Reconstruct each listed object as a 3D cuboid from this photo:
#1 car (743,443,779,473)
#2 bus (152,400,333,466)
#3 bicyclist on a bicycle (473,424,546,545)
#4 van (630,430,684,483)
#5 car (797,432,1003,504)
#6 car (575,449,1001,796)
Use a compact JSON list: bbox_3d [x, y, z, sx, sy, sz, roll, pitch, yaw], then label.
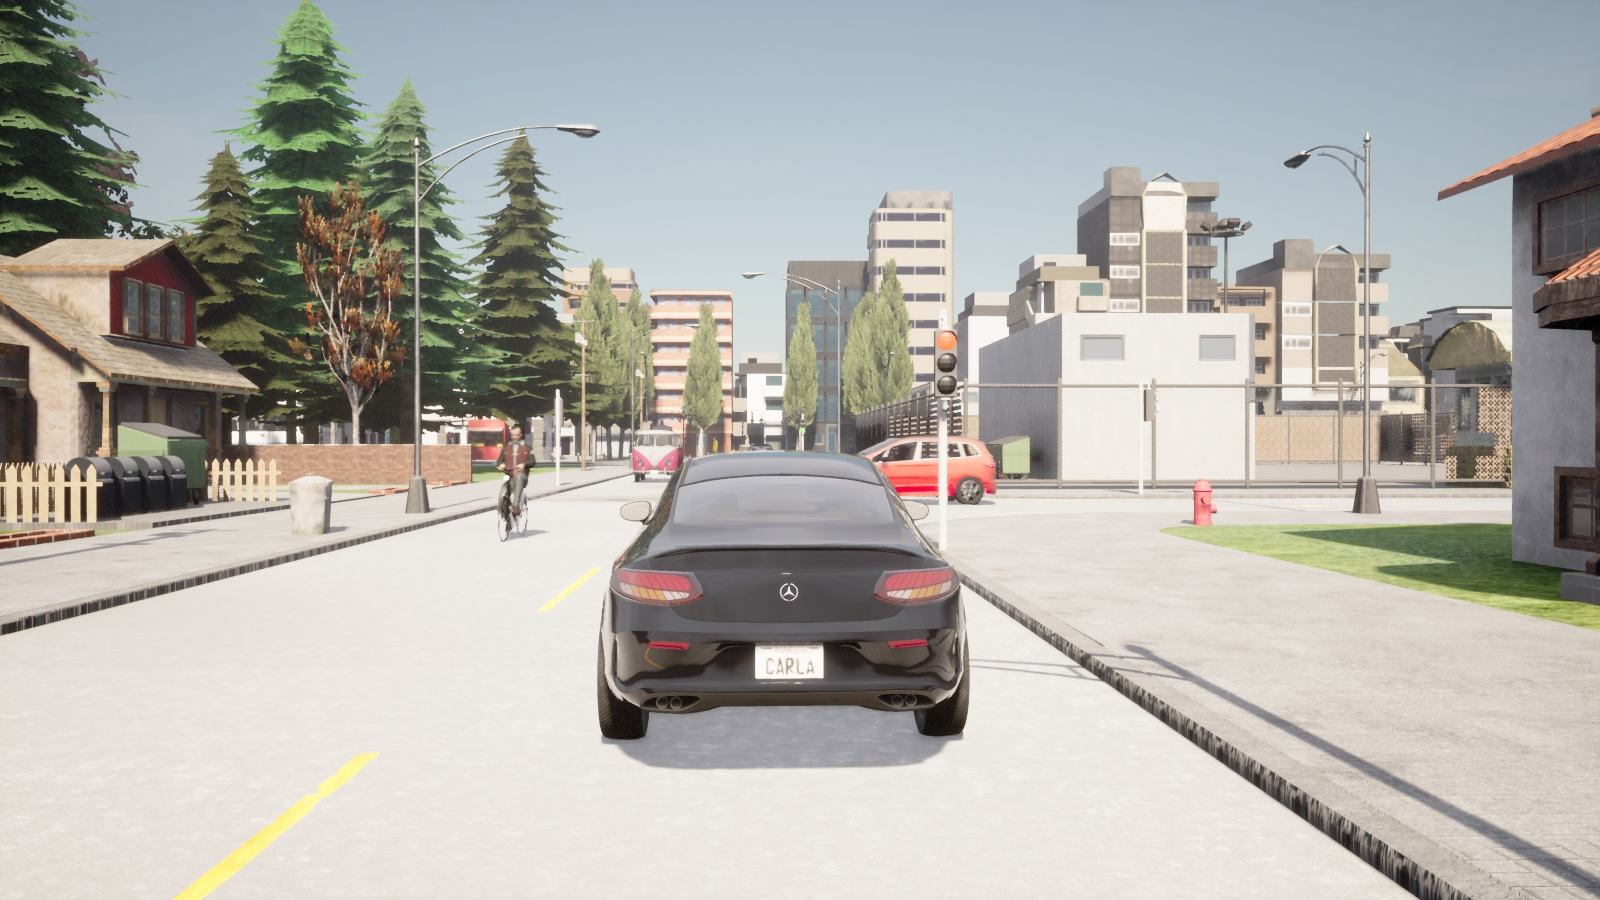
[{"bbox_3d":[-2.045,0.390,65.312,1.816,1.474,4.193,0,0,-2],"label":"car"},{"bbox_3d":[-36.825,-1.130,83.327,10.273,4.253,3.944,0,0,-2],"label":"bus"},{"bbox_3d":[-4.433,0.505,19.282,0.659,1.776,1.843,0,0,1],"label":"bicyclist on a bicycle"},{"bbox_3d":[-5.522,0.218,49.039,1.775,1.987,4.442,0,0,-2],"label":"van"},{"bbox_3d":[2.390,0.419,30.684,4.611,1.667,2.242,0,0,-10],"label":"car"},{"bbox_3d":[-0.142,0.729,7.674,1.812,1.442,4.674,0,0,-2],"label":"car"}]
